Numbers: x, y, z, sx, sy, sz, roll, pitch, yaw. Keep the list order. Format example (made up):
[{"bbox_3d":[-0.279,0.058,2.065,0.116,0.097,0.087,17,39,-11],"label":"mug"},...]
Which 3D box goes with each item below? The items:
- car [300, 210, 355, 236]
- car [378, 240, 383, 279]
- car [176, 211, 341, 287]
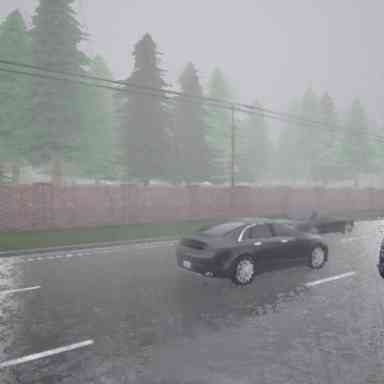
[{"bbox_3d":[6.105,1.559,16.624,4.718,1.301,1.895,0,0,-35],"label":"car"},{"bbox_3d":[6.828,1.333,8.566,4.553,1.767,2.097,0,0,-35],"label":"car"},{"bbox_3d":[1.866,1.480,9.349,4.892,1.490,1.837,0,0,-35],"label":"car"}]
